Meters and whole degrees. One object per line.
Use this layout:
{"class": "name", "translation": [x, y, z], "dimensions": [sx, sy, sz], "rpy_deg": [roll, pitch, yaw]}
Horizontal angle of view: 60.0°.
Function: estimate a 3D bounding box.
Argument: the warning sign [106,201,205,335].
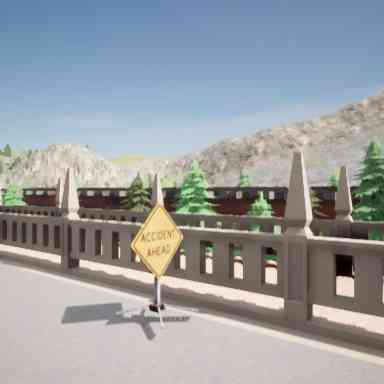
{"class": "warning sign", "translation": [-0.577, 1.099, 5.571], "dimensions": [1.060, 1.860, 1.300], "rpy_deg": [0, 0, 35]}
